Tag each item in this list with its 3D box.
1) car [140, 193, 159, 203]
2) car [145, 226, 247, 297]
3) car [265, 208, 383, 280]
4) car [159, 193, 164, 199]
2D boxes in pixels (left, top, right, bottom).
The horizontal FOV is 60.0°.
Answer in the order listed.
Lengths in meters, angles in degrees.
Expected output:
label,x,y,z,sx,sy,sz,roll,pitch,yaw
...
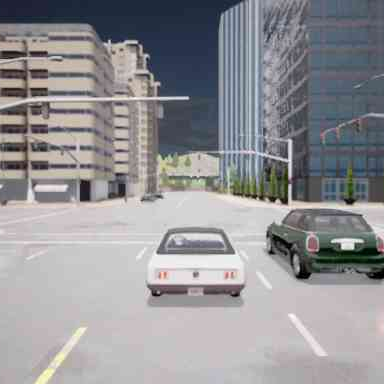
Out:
label,x,y,z,sx,sy,sz,roll,pitch,yaw
car,-7.004,0.936,53.008,2.033,1.411,5.357,0,1,0
car,0.086,1.504,8.290,1.895,1.301,4.718,0,1,0
car,3.594,1.238,9.777,2.097,1.767,4.553,0,1,0
car,-6.917,0.810,68.265,1.895,1.301,4.718,0,1,0
